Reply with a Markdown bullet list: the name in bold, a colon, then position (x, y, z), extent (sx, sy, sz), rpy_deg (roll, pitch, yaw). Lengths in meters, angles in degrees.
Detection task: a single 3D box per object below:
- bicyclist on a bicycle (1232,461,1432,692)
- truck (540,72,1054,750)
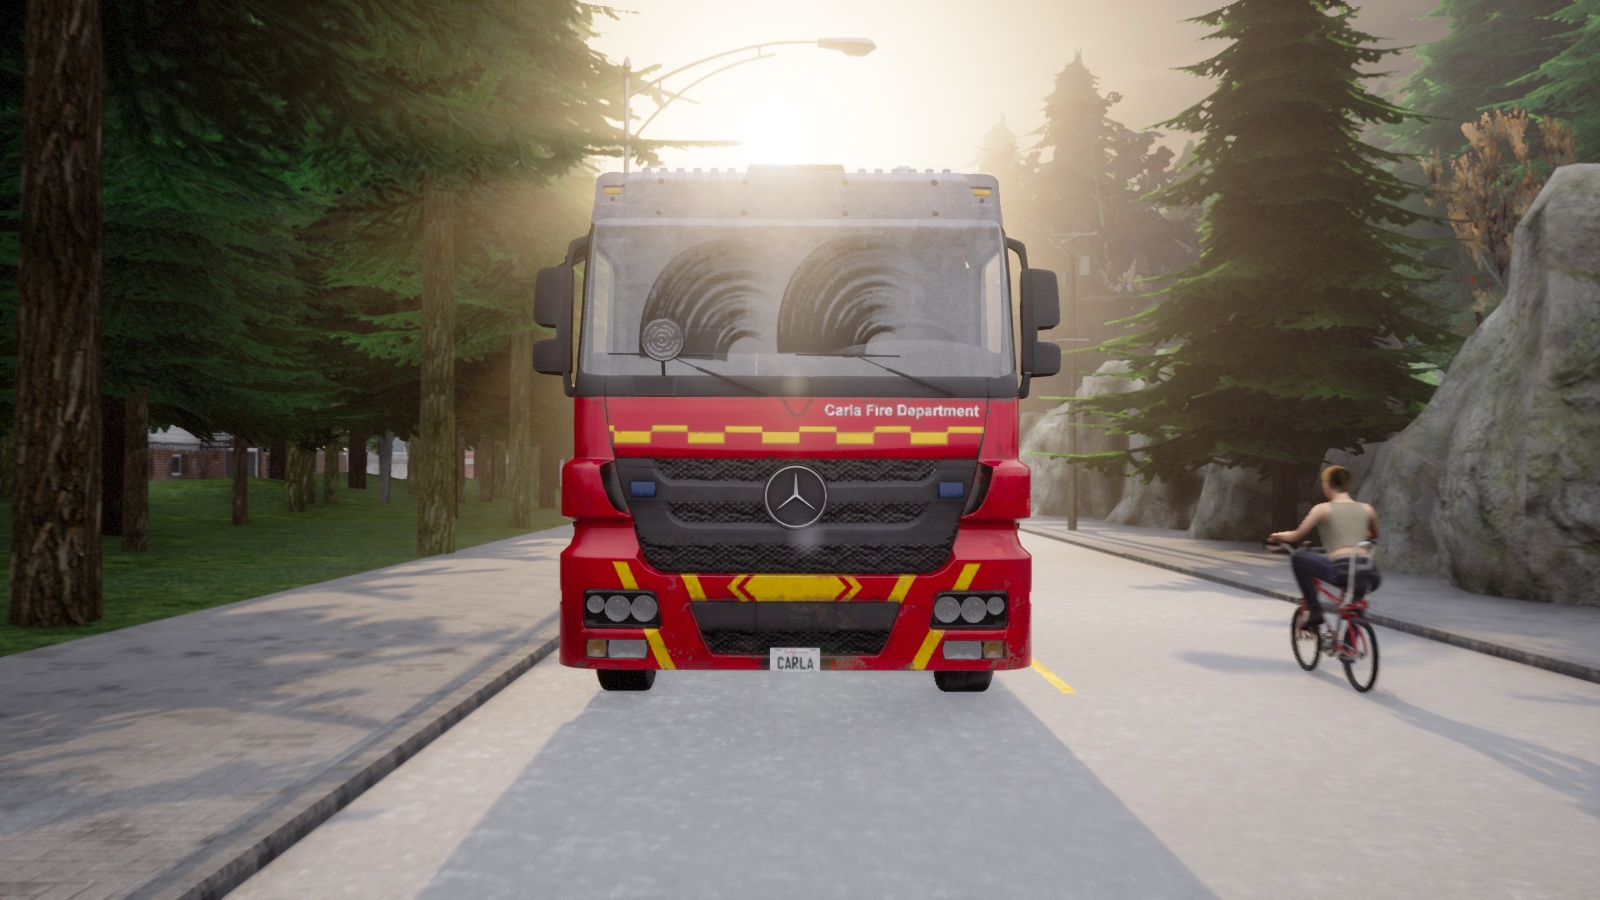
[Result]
- **bicyclist on a bicycle**: position (3.973, 0.895, 9.524), extent (0.866, 1.612, 1.509), rpy_deg (0, -1, 0)
- **truck**: position (-0.032, -0.160, 11.340), extent (2.891, 3.827, 8.468), rpy_deg (0, -1, 0)
